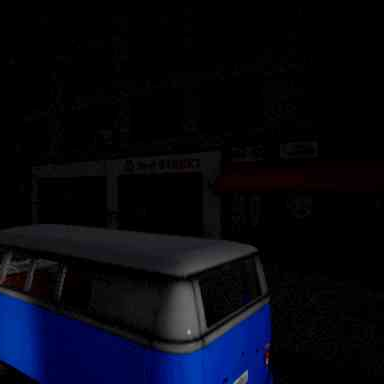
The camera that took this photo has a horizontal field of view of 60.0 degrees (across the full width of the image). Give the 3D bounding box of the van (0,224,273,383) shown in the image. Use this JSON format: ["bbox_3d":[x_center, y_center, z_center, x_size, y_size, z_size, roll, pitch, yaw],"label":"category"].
[{"bbox_3d":[-1.094,1.341,3.861,3.998,1.788,1.690,0,0,36],"label":"van"}]
